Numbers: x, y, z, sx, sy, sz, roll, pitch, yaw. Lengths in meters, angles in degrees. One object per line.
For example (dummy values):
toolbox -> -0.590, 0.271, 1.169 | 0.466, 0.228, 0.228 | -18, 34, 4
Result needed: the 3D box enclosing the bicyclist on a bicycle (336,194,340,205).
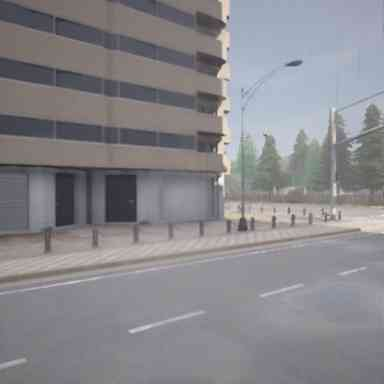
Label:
bicyclist on a bicycle -> 19.603, 1.040, 45.048 | 1.656, 1.620, 0.582 | -1, 1, -36
